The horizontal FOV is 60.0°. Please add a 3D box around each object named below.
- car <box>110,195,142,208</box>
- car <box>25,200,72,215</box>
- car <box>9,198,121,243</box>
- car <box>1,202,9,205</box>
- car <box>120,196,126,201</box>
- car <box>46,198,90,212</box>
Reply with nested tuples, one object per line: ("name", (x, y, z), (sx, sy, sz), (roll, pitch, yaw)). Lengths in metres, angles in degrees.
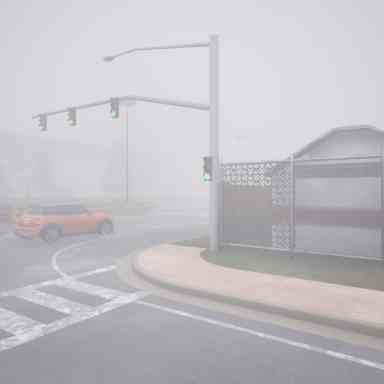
("car", (-9.682, 1.352, 49.006), (2.097, 1.767, 4.553), (0, 0, 34))
("car", (-14.946, 1.564, 34.849), (1.994, 1.385, 4.181), (0, 0, 34))
("car", (-6.032, 1.351, 16.330), (2.097, 1.767, 4.553), (0, 0, 34))
("car", (-20.372, 1.547, 33.028), (2.033, 1.411, 5.357), (0, 0, 34))
("car", (-9.787, 1.547, 42.562), (2.033, 1.411, 5.357), (0, 0, 34))
("car", (-15.129, 1.505, 40.870), (1.837, 1.490, 4.892), (0, 0, 34))
